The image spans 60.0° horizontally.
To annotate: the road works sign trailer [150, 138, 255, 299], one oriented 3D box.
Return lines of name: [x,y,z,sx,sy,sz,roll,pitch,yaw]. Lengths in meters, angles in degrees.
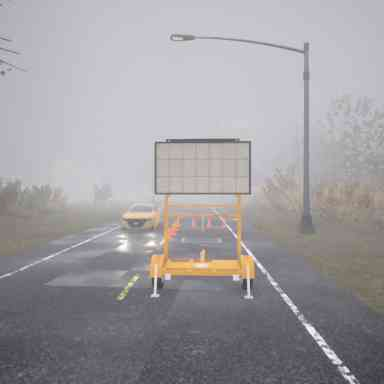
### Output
road works sign trailer: [0.273,0.461,8.470,2.380,3.560,2.880,0,0,3]

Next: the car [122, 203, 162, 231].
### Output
car: [-3.035,1.469,20.802,1.882,1.535,5.008,0,0,1]
